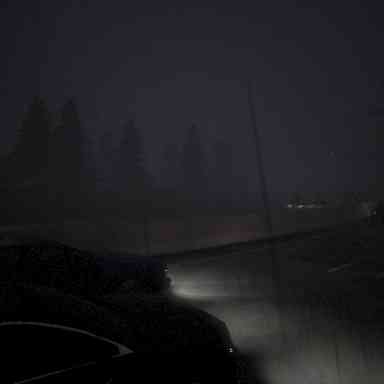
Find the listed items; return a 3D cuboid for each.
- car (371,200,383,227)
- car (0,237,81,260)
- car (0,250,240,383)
[{"bbox_3d":[12.705,1.197,20.545,2.097,1.767,4.553,0,0,42],"label":"car"},{"bbox_3d":[-3.021,1.559,5.999,5.357,1.411,2.033,-1,0,-37],"label":"car"},{"bbox_3d":[-1.755,1.515,2.656,4.892,1.490,1.837,-1,0,-36],"label":"car"}]
